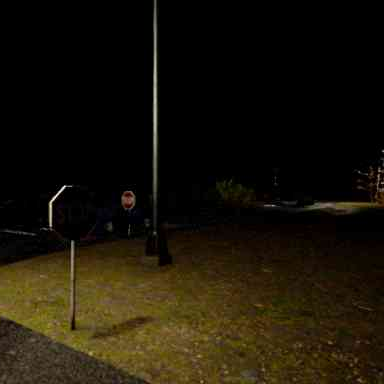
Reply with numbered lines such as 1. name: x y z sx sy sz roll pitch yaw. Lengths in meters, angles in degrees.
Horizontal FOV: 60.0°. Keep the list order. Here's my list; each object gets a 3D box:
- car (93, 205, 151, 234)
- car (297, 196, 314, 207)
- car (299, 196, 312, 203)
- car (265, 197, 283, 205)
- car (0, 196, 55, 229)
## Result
1. car: -4.525 1.539 19.974 1.882 1.535 5.008 0 0 34
2. car: 18.625 1.730 54.564 2.033 1.411 5.357 0 0 32
3. car: 27.294 1.738 79.895 1.812 1.442 4.674 0 0 34
4. car: 15.337 1.722 62.103 2.033 1.411 5.357 0 0 34
5. car: -11.238 1.299 22.555 2.150 2.045 5.566 0 0 34
